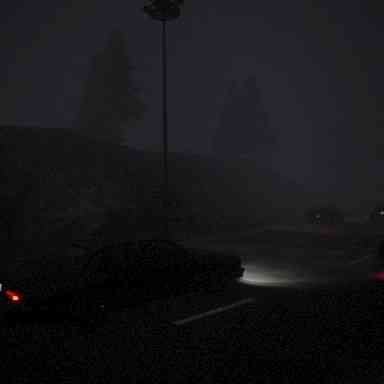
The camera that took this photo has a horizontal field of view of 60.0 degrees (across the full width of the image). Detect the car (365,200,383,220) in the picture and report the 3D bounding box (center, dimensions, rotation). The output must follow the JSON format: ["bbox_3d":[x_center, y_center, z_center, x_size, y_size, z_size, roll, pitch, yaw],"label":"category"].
[{"bbox_3d":[16.055,1.631,27.777,1.994,1.385,4.181,-1,-1,33],"label":"car"}]

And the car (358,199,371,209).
[{"bbox_3d":[25.236,1.669,48.154,1.812,1.442,4.674,-1,-1,33],"label":"car"}]

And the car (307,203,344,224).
[{"bbox_3d":[10.507,1.594,25.978,1.882,1.535,5.008,-1,-1,35],"label":"car"}]

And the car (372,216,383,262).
[{"bbox_3d":[7.884,1.579,11.262,1.994,1.385,4.181,-1,-1,44],"label":"car"}]

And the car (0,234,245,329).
[{"bbox_3d":[-1.261,1.633,7.179,5.357,1.411,2.033,0,-1,-39],"label":"car"}]
